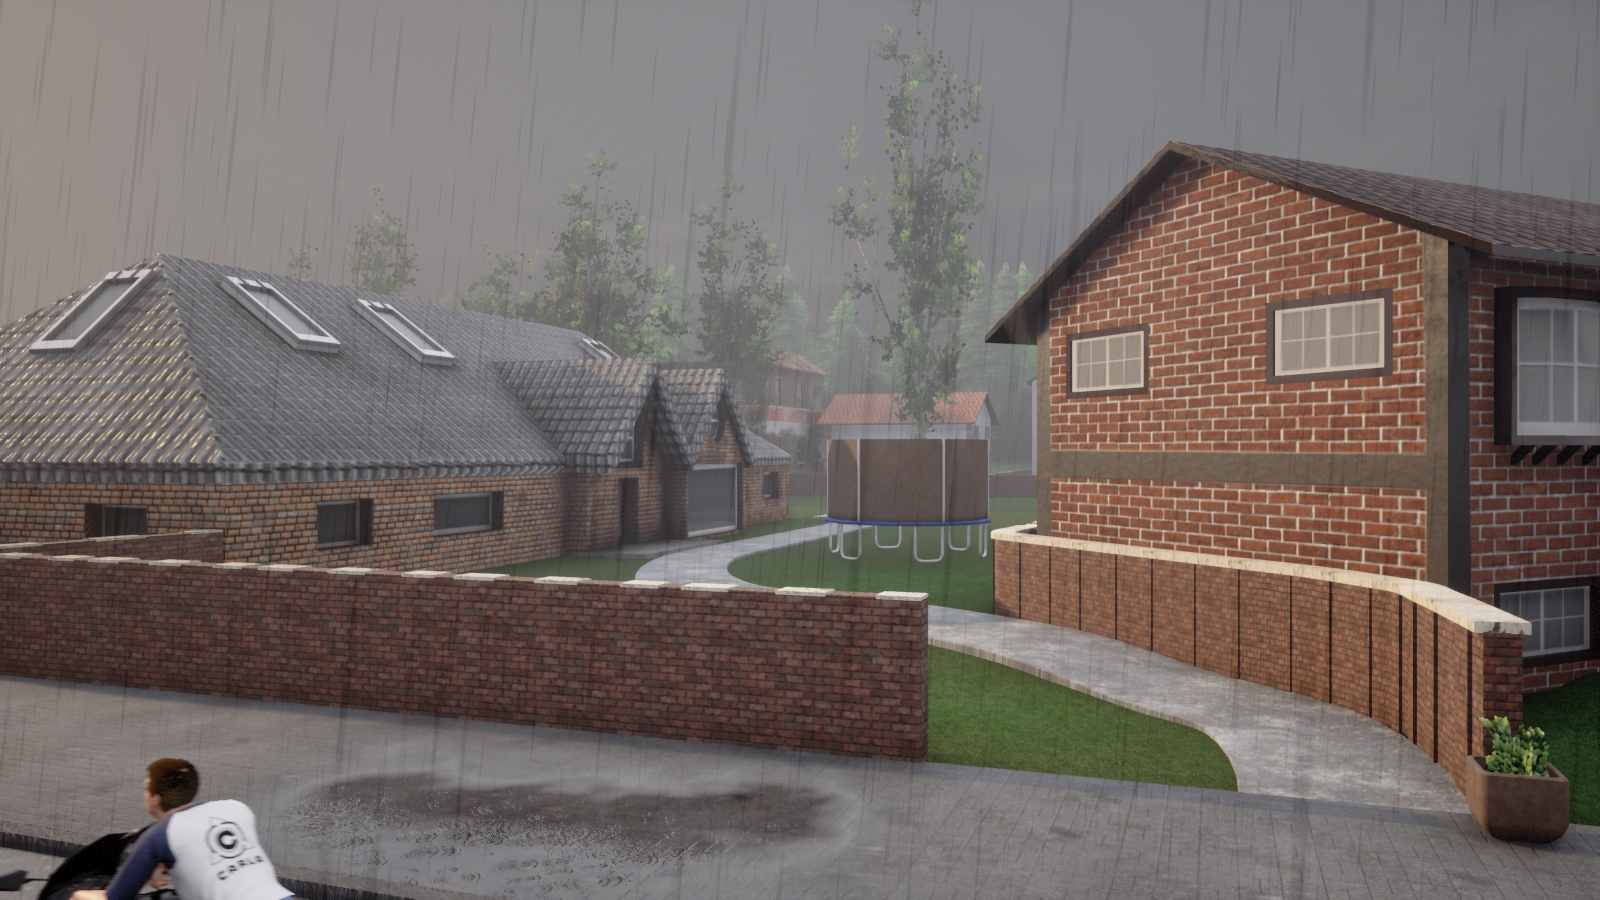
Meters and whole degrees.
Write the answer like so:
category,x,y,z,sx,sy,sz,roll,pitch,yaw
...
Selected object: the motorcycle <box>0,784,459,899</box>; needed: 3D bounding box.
category,x,y,z,sx,sy,sz,roll,pitch,yaw
motorcycle,-2.505,2.185,4.725,2.033,1.199,0.803,-1,0,21
